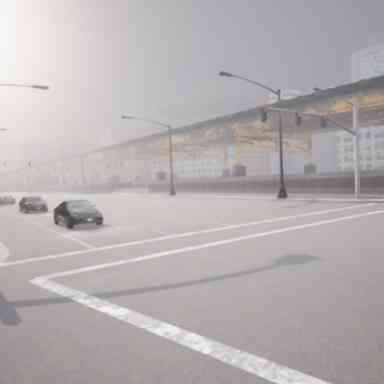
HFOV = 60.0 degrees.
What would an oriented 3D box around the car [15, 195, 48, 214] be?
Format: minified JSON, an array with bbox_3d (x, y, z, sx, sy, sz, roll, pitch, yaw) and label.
[{"bbox_3d":[-14.516,1.103,30.386,1.837,1.490,4.892,-4,4,-35],"label":"car"}]

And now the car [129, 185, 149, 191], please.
[{"bbox_3d":[-11.776,-0.966,78.531,4.536,1.218,1.853,-2,2,18],"label":"car"}]

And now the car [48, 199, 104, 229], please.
[{"bbox_3d":[-6.718,1.179,19.351,1.812,1.442,4.674,-4,3,-35],"label":"car"}]

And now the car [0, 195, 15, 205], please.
[{"bbox_3d":[-26.575,1.121,47.639,1.895,1.301,4.718,-4,3,-35],"label":"car"}]

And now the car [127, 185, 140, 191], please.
[{"bbox_3d":[-14.485,-0.983,82.356,1.853,1.218,4.536,-2,2,8],"label":"car"}]
